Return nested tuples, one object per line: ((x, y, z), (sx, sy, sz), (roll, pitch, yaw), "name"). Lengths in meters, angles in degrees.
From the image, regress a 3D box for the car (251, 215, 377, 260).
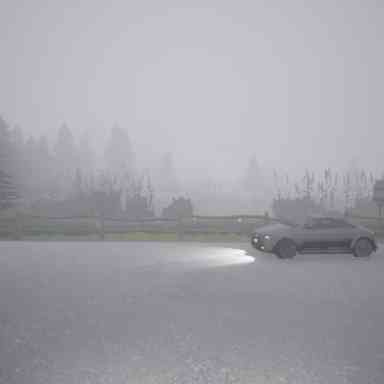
((4.244, 1.530, 11.898), (4.181, 1.385, 1.994), (0, 0, -5), "car")
